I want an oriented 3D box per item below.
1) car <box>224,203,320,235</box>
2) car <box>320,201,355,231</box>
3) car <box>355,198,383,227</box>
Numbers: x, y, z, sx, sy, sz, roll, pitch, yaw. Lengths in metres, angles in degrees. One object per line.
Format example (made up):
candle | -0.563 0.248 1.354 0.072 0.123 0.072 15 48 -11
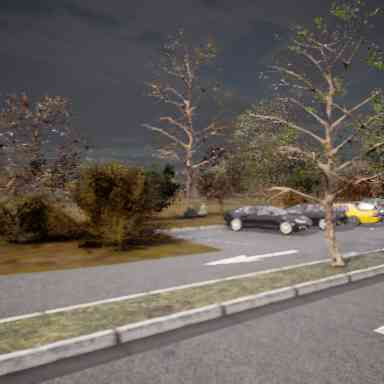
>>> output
car | 4.105 1.437 18.475 4.892 1.521 2.231 -1 -1 36
car | 6.928 1.430 20.360 4.892 1.521 2.231 -1 0 36
car | 9.586 1.419 22.364 5.366 1.575 1.946 -1 0 36
